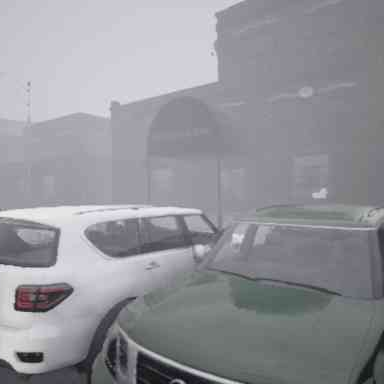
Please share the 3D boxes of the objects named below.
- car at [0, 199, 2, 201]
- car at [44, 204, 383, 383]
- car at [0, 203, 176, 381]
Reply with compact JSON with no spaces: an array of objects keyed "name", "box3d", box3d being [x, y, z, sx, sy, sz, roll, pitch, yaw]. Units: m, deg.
[{"name":"car","box3d":[-9.764,1.265,12.197,2.435,2.045,5.566,-1,0,35]},{"name":"car","box3d":[1.456,1.229,4.196,2.435,2.045,5.566,0,0,35]},{"name":"car","box3d":[-0.756,1.229,5.843,2.435,2.045,5.566,0,0,35]}]
